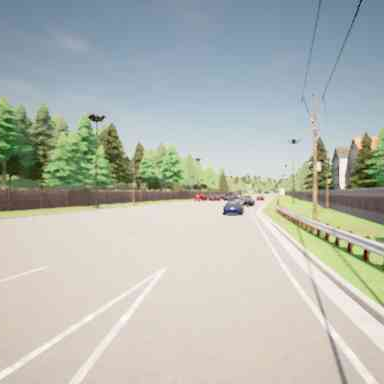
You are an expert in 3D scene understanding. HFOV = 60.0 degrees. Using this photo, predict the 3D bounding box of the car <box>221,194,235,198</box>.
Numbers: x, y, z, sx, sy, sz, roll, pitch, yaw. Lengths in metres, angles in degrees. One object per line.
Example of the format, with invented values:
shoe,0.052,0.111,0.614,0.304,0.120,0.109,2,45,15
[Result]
car,9.001,1.624,81.347,1.994,1.385,4.181,0,0,15

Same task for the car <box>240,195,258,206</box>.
car,9.438,1.660,55.160,1.895,1.301,4.718,0,0,15

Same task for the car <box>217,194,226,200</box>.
car,8.168,1.397,91.913,1.882,1.535,5.008,0,0,15

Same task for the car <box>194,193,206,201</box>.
car,2.134,1.286,82.759,2.150,2.045,5.566,0,0,15

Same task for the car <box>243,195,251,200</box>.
car,14.937,1.481,90.127,1.994,1.385,4.181,0,0,15

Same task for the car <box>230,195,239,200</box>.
car,11.552,1.448,91.020,1.812,1.442,4.674,0,0,15

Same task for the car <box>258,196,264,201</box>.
car,18.426,1.654,89.634,1.994,1.385,4.181,0,0,15

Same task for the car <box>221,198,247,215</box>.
car,4.411,1.599,34.992,1.994,1.385,4.181,0,0,12

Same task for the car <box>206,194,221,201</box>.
car,5.609,1.422,82.211,2.097,1.767,4.553,0,0,15

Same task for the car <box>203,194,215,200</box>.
car,4.784,1.439,92.805,2.128,1.511,4.902,0,0,15

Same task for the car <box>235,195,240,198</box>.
car,12.279,1.615,80.052,2.033,1.411,5.357,0,0,15
